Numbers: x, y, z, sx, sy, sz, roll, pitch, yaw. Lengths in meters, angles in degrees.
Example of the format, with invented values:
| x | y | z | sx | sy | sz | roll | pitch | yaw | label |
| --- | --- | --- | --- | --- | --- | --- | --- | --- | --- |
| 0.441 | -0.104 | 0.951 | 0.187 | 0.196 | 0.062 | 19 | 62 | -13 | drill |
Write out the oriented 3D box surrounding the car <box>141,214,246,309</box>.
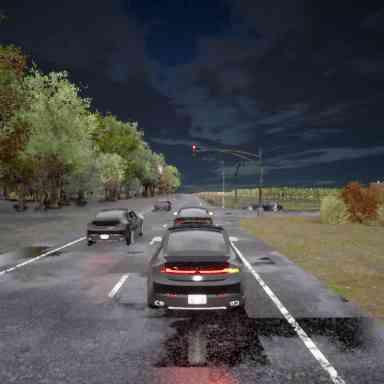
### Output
| x | y | z | sx | sy | sz | roll | pitch | yaw | label |
| --- | --- | --- | --- | --- | --- | --- | --- | --- | --- |
| 0.081 | 1.507 | 7.855 | 1.837 | 1.490 | 4.892 | 0 | 0 | 0 | car |

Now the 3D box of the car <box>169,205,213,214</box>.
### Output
| x | y | z | sx | sy | sz | roll | pitch | yaw | label |
| --- | --- | --- | --- | --- | --- | --- | --- | --- | --- |
| 0.063 | 1.482 | 17.100 | 1.882 | 1.535 | 5.008 | 0 | 0 | 0 | car |

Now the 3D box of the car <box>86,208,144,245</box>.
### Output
| x | y | z | sx | sy | sz | roll | pitch | yaw | label |
| --- | --- | --- | --- | --- | --- | --- | --- | --- | --- |
| -3.435 | 1.508 | 15.462 | 1.837 | 1.490 | 4.892 | 0 | 0 | 0 | car |

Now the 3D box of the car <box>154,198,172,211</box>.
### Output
| x | y | z | sx | sy | sz | roll | pitch | yaw | label |
| --- | --- | --- | --- | --- | --- | --- | --- | --- | --- |
| -3.495 | 1.499 | 40.531 | 2.128 | 1.511 | 4.902 | 0 | 0 | 0 | car |

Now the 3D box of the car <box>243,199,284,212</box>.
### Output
| x | y | z | sx | sy | sz | roll | pitch | yaw | label |
| --- | --- | --- | --- | --- | --- | --- | --- | --- | --- |
| 8.705 | 1.676 | 40.758 | 4.892 | 1.490 | 1.837 | 1 | 0 | 15 | car |
